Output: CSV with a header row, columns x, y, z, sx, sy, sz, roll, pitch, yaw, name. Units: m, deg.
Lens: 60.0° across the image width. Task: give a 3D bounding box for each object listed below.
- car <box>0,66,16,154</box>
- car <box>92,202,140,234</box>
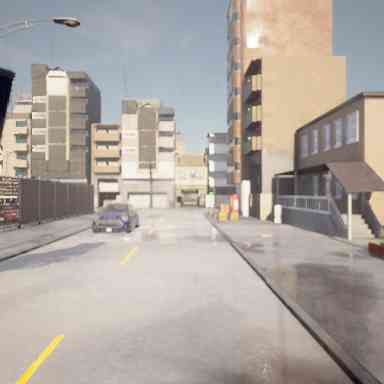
x,y,z,sx,sy,sz,roll,pitch,yaw,name
-4.828,-1.501,4.753,1.301,1.895,4.718,20,10,20,car
-4.491,1.458,20.128,2.097,1.767,4.553,0,0,-1,car
